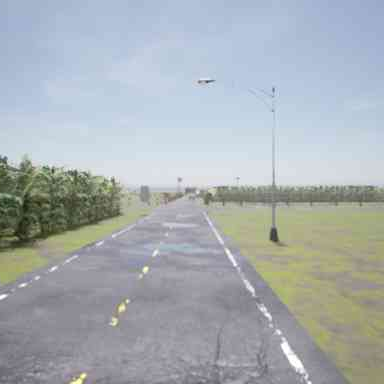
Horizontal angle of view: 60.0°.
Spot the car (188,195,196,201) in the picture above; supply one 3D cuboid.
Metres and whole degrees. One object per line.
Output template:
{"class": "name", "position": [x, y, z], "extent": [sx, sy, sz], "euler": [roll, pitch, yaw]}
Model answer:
{"class": "car", "position": [0.029, 1.538, 94.134], "extent": [2.097, 1.767, 4.553], "euler": [0, 0, 0]}
